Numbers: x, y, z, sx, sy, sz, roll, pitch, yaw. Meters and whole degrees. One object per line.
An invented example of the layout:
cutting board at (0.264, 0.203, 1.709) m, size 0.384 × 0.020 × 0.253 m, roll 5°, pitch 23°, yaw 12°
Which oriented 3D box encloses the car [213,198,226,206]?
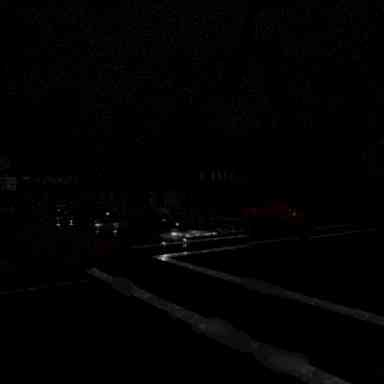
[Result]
car at (5.599, 1.817, 60.107) m, size 1.970 × 1.475 × 3.806 m, roll 0°, pitch -1°, yaw -37°

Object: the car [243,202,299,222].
car at (6.424, 1.601, 27.700) m, size 1.882 × 1.535 × 5.008 m, roll 0°, pitch -1°, yaw -37°

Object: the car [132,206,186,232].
car at (-2.266, 1.646, 21.354) m, size 1.812 × 1.442 × 4.674 m, roll 0°, pitch -1°, yaw -37°

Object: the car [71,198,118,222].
car at (-8.694, 1.518, 29.904) m, size 2.150 × 2.045 × 5.566 m, roll 0°, pitch -1°, yaw -37°

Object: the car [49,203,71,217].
car at (-15.353, 2.071, 38.773) m, size 1.812 × 1.442 × 4.674 m, roll 0°, pitch -1°, yaw -37°
